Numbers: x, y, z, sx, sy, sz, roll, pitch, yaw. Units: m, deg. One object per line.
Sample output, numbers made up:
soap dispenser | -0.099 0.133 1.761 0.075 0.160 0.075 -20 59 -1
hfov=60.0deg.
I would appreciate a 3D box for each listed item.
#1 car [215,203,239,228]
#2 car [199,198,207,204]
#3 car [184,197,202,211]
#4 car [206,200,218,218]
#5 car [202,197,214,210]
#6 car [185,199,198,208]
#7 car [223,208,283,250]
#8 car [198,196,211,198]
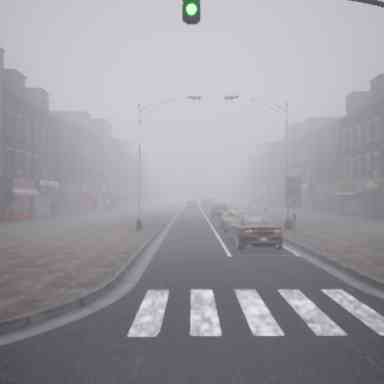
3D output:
car | 2.620 1.616 20.225 1.752 1.417 4.829 0 0 0
car | 2.576 2.080 76.849 1.802 1.307 4.206 0 0 0
car | -0.037 1.802 44.090 2.033 1.411 5.357 0 0 0
car | 2.611 1.722 31.413 1.947 1.339 4.313 0 0 0
car | 2.597 1.842 48.451 1.947 1.339 4.313 0 0 0
car | -0.045 1.898 54.512 1.994 1.385 4.181 0 0 0
car | 2.624 1.604 14.375 1.887 1.381 4.507 0 0 0
car | 2.592 1.635 54.133 2.192 1.841 5.009 0 0 0
